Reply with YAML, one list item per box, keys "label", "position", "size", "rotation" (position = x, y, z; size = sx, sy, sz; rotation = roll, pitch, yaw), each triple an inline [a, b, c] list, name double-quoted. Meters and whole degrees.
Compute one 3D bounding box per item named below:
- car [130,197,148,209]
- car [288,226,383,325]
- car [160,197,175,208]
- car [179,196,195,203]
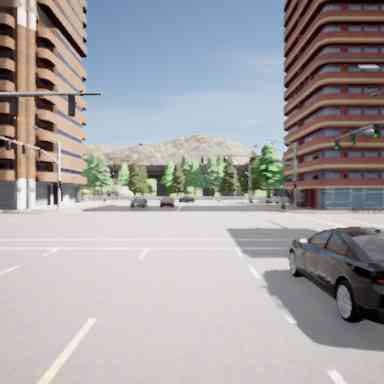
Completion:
- label: "car"
  position: [-7.067, 1.480, 44.645]
  size: [2.128, 1.511, 4.902]
  rotation: [0, 0, 0]
- label: "car"
  position: [3.571, 1.476, 7.211]
  size: [1.882, 1.535, 5.008]
  rotation: [0, 0, 0]
- label: "car"
  position: [-3.546, 1.465, 47.967]
  size: [1.882, 1.535, 5.008]
  rotation: [0, 0, 0]
- label: "car"
  position: [-1.088, 1.476, 69.214]
  size: [2.128, 1.511, 4.902]
  rotation: [0, 0, -27]
